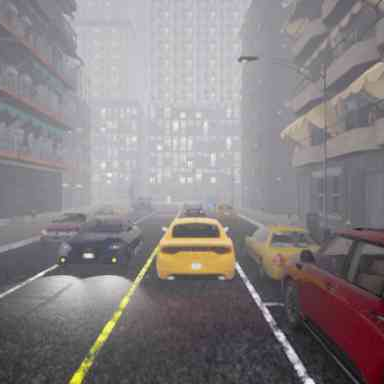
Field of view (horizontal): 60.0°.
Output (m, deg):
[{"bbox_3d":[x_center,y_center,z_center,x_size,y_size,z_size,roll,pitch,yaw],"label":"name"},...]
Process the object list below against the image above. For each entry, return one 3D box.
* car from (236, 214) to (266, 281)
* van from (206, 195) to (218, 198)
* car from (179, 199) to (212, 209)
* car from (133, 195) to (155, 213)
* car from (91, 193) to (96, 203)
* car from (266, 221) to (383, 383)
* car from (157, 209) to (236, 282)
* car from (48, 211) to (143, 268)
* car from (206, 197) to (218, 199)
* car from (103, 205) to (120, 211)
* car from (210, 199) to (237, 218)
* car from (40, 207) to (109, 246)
[{"bbox_3d":[2.568,1.525,9.670,1.752,1.417,4.829,0,0,0],"label":"car"},{"bbox_3d":[2.564,1.351,43.342,1.690,1.788,3.998,0,0,0],"label":"van"},{"bbox_3d":[0.093,1.493,24.025,2.128,1.511,4.902,0,0,0],"label":"car"},{"bbox_3d":[-5.315,1.322,37.701,2.192,1.841,5.009,0,0,0],"label":"car"},{"bbox_3d":[-20.881,1.120,63.316,5.009,1.841,2.192,1,-1,0],"label":"car"},{"bbox_3d":[2.570,1.315,3.860,2.192,1.841,5.009,0,0,0],"label":"car"},{"bbox_3d":[0.100,1.477,9.777,1.882,1.535,5.008,0,0,0],"label":"car"},{"bbox_3d":[-2.852,1.563,11.143,1.994,1.385,4.181,0,0,0],"label":"car"},{"bbox_3d":[2.565,1.530,32.231,1.752,1.417,4.829,0,0,0],"label":"car"},{"bbox_3d":[-5.314,1.526,20.609,1.752,1.417,4.829,0,0,0],"label":"car"},{"bbox_3d":[2.566,1.528,26.591,1.752,1.417,4.829,0,0,0],"label":"car"},{"bbox_3d":[-5.313,1.582,15.139,1.802,1.307,4.206,0,0,0],"label":"car"}]
